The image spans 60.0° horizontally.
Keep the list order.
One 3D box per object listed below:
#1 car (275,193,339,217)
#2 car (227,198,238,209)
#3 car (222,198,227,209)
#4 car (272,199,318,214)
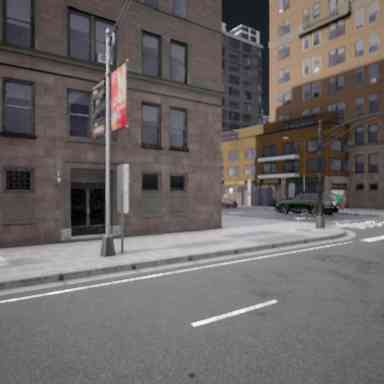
[{"bbox_3d":[10.427,1.127,30.156,2.150,2.045,5.566,0,0,-36],"label":"car"},{"bbox_3d":[4.182,1.483,43.311,1.802,1.307,4.206,0,0,-35],"label":"car"},{"bbox_3d":[1.381,1.502,37.767,1.895,1.301,4.718,0,0,-35],"label":"car"},{"bbox_3d":[10.548,1.470,34.312,1.947,1.339,4.313,0,0,-35],"label":"car"}]
